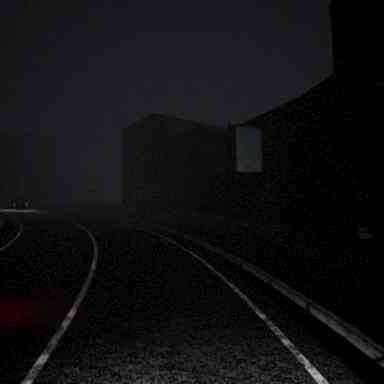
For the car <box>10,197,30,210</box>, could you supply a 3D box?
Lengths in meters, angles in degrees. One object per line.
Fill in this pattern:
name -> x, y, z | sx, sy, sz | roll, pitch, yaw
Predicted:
car -> -21.047, 1.343, 40.669 | 1.837, 1.490, 4.892 | 2, -1, -29
